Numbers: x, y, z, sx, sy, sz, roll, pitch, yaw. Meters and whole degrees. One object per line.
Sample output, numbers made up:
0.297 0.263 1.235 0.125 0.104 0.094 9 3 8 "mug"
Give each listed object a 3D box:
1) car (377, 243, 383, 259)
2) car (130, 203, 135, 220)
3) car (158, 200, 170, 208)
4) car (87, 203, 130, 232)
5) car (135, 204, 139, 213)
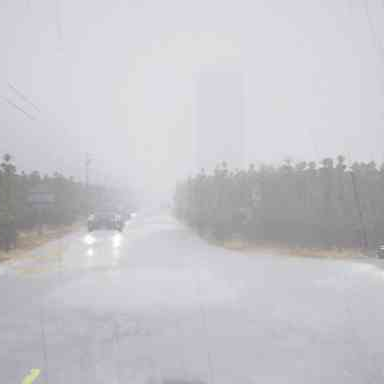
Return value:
8.874 1.753 10.392 5.357 1.411 2.033 0 -1 -1 "car"
-6.806 1.923 31.837 1.994 1.385 4.181 1 -1 -7 "car"
-5.148 2.299 62.921 1.812 1.442 4.674 0 -1 1 "car"
-5.508 1.595 21.995 2.097 1.767 4.553 1 -1 -7 "car"
-8.055 2.062 43.342 1.994 1.385 4.181 1 -1 -4 "car"
